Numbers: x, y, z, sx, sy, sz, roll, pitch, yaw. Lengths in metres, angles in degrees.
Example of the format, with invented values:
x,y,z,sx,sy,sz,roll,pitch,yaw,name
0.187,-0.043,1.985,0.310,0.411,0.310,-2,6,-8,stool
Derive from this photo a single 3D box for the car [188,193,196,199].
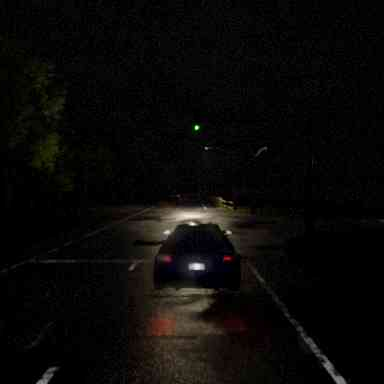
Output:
x,y,z,sx,sy,sz,roll,pitch,yaw,name
-0.008,1.012,86.480,2.097,1.767,4.553,0,0,0,car

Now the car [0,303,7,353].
x,y,z,sx,sy,sz,roll,pitch,yaw,name
-3.400,1.342,2.373,2.097,1.767,4.553,0,0,0,car

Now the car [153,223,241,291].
x,y,z,sx,sy,sz,roll,pitch,yaw,name
0.162,1.531,8.987,1.994,1.385,4.181,0,0,2,car

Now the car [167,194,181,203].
x,y,z,sx,sy,sz,roll,pitch,yaw,name
-3.406,1.269,60.040,1.837,1.490,4.892,0,0,0,car
